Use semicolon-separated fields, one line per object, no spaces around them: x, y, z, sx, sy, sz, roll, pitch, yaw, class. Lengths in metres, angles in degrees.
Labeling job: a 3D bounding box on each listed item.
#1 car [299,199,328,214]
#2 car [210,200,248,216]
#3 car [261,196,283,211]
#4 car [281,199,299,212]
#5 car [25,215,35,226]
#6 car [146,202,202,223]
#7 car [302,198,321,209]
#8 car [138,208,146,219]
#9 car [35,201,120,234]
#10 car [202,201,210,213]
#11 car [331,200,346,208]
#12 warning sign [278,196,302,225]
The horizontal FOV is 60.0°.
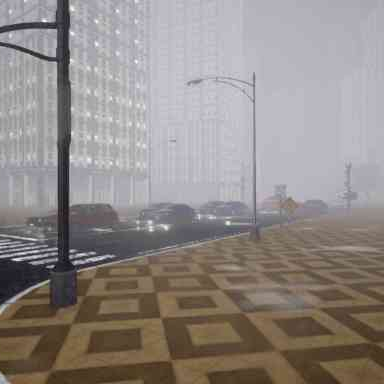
14.737;1.614;39.736;2.097;1.767;4.553;0;-1;33;car
4.377;1.716;36.288;1.882;1.535;5.008;0;-1;34;car
11.687;1.542;47.196;2.150;2.045;5.566;0;-1;33;car
13.843;1.898;44.394;1.895;1.301;4.718;0;-1;33;car
-8.565;1.684;23.074;2.033;1.411;5.357;0;-1;34;car
-1.416;1.699;27.786;1.812;1.442;4.674;0;-1;34;car
19.065;1.831;52.789;1.882;1.535;5.008;0;0;31;car
-2.952;1.706;31.302;1.837;1.490;4.892;0;-1;34;car
-6.588;1.464;20.133;2.097;1.767;4.553;0;0;33;car
2.730;1.769;39.652;1.837;1.490;4.892;0;-1;34;car
24.385;1.965;55.248;1.895;1.301;4.718;0;-1;30;car
6.764;1.251;22.994;1.300;1.860;1.060;0;0;34;warning sign
